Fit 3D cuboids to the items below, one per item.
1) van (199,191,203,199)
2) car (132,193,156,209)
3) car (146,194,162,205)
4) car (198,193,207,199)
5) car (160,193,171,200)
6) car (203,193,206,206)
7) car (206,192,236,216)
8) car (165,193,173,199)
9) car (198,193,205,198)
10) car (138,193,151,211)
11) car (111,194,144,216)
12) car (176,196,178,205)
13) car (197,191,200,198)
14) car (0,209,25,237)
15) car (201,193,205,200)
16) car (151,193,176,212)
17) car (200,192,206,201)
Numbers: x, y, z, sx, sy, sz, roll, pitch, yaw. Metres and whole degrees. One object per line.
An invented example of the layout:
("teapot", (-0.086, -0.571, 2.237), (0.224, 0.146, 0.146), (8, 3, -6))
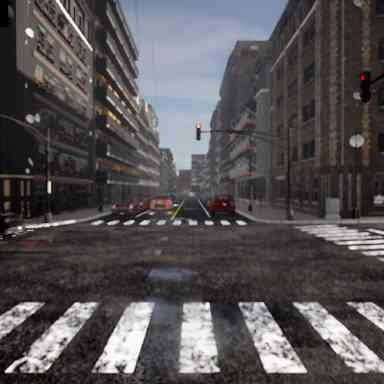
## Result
("van", (2.590, 0.929, 56.862), (1.690, 1.788, 3.998), (0, 0, 0))
("car", (-5.761, 1.011, 40.208), (2.192, 1.841, 5.009), (0, 0, 0))
("car", (-5.780, 1.062, 51.295), (1.967, 1.590, 4.097), (0, 0, 0))
("car", (2.552, 1.018, 79.043), (2.008, 1.369, 4.403), (0, 0, 0))
("car", (-5.819, 1.041, 73.470), (1.887, 1.381, 4.507), (0, 0, 0))
("car", (2.619, 1.220, 40.396), (1.752, 1.417, 4.829), (0, 0, 0))
("car", (2.638, 1.086, 29.132), (2.192, 1.841, 5.009), (0, 0, 0))
("car", (-5.838, 0.984, 84.558), (1.887, 1.381, 4.507), (0, 0, 0))
("car", (2.533, 0.956, 90.134), (1.887, 1.381, 4.507), (0, 0, 0))
("car", (-5.752, 1.174, 34.664), (1.967, 1.590, 4.097), (0, 0, 0))
("car", (-5.742, 1.212, 29.120), (1.967, 1.590, 4.097), (0, 0, 0))
("car", (-3.169, 1.128, 51.288), (1.837, 1.490, 4.892), (0, 0, 0))
("car", (2.571, 0.965, 67.952), (1.967, 1.590, 4.097), (0, 0, 0))
("car", (-10.363, 1.517, 15.360), (4.892, 1.490, 1.837), (-2, 0, 0))
("car", (2.610, 1.224, 45.771), (1.947, 1.339, 4.313), (0, 0, 0))
("car", (-3.156, 1.083, 35.005), (2.097, 1.767, 4.553), (0, 0, 0))
("car", (2.600, 1.166, 51.317), (1.887, 1.381, 4.507), (0, 0, 0))
